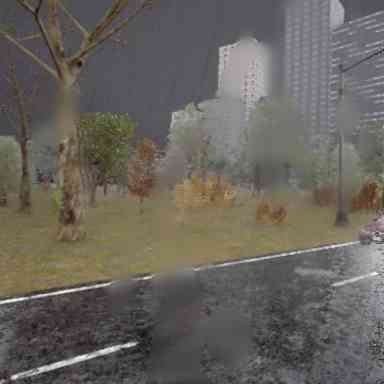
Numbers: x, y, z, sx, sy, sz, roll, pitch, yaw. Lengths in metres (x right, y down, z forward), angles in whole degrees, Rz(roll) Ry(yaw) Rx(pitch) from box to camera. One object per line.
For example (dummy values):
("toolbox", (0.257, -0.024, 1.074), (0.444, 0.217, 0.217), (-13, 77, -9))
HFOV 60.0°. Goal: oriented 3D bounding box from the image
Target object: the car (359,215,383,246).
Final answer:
("car", (8.943, 1.518, 14.040), (4.674, 1.442, 1.812), (0, 0, -36))
